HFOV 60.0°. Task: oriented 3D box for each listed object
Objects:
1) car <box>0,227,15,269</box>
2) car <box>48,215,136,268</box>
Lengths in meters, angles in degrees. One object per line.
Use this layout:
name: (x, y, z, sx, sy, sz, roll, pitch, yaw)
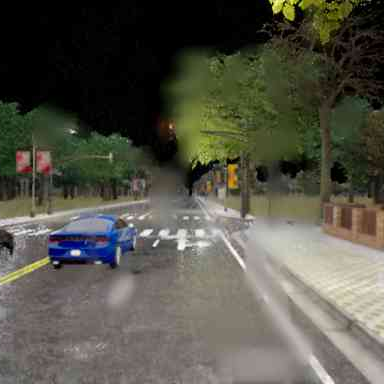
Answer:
car: (-6.537, 1.534, 8.542, 2.128, 1.511, 4.902, 0, 0, 0)
car: (-3.155, 1.535, 11.469, 1.882, 1.535, 5.008, 0, -1, 0)
